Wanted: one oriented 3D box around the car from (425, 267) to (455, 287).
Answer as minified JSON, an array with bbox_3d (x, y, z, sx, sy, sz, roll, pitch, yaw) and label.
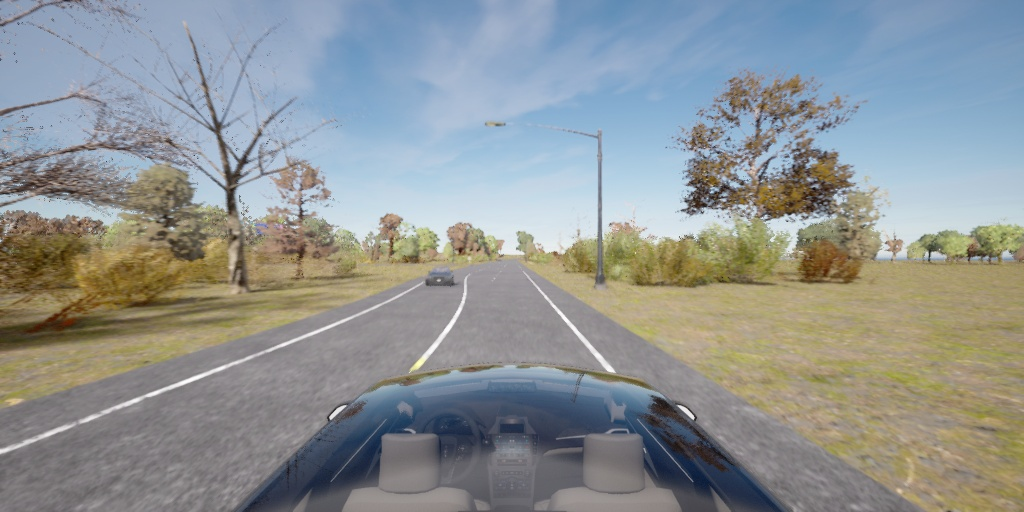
[{"bbox_3d":[-5.244,1.491,26.611,1.994,1.385,4.181,0,0,-7],"label":"car"}]
